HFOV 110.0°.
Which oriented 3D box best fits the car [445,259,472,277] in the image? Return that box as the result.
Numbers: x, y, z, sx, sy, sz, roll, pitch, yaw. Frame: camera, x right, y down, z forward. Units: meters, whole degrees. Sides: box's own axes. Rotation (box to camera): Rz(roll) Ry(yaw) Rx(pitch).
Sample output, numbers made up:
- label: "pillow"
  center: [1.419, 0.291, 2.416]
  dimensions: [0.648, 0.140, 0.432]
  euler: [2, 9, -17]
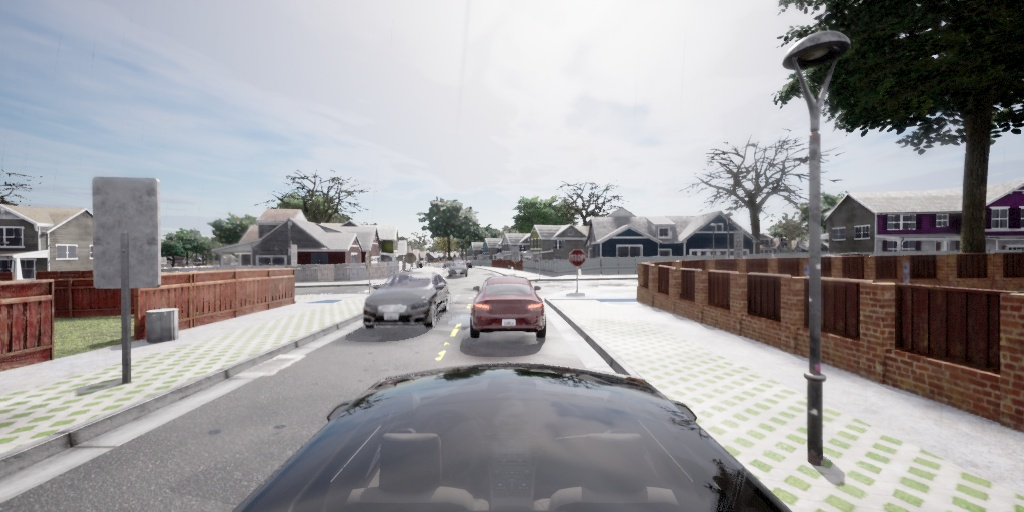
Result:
- label: "car"
  center: [-5.518, 1.351, 37.111]
  dimensions: [2.128, 1.511, 4.902]
  euler: [0, 0, -8]

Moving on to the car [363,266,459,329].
- label: "car"
  center: [-3.116, 1.248, 11.386]
  dimensions: [2.128, 1.511, 4.902]
  euler: [0, 0, -3]

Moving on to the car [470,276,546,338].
- label: "car"
  center: [-0.133, 1.280, 10.065]
  dimensions: [1.812, 1.442, 4.674]
  euler: [0, 0, -2]

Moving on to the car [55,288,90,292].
- label: "car"
  center: [-25.007, 1.940, 19.434]
  dimensions: [4.718, 1.301, 1.895]
  euler: [-1, 1, -11]

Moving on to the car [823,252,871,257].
- label: "car"
  center: [21.450, 0.612, 23.796]
  dimensions: [4.553, 1.767, 2.097]
  euler: [-1, 0, 6]
